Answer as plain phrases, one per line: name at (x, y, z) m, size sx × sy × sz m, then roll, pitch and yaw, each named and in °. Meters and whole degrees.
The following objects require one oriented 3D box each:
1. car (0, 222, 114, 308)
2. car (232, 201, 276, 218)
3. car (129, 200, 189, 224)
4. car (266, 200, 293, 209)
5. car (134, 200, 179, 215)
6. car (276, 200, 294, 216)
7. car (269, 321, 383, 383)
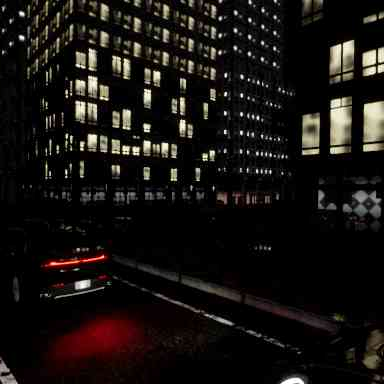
car at (-3.660, 1.501, 8.107) m, size 1.837 × 1.490 × 4.892 m, roll 0°, pitch 0°, yaw -41°
car at (6.149, 1.832, 33.911) m, size 4.829 × 1.417 × 1.752 m, roll 1°, pitch 0°, yaw -40°
car at (-2.581, 1.523, 26.504) m, size 5.009 × 1.841 × 2.192 m, roll 1°, pitch 0°, yaw -40°
car at (13.493, 1.881, 51.130) m, size 4.313 × 1.339 × 1.947 m, roll 1°, pitch 0°, yaw -40°
car at (-3.835, 1.647, 36.431) m, size 4.829 × 1.417 × 1.752 m, roll 1°, pitch 0°, yaw -40°
car at (10.320, 1.936, 37.450) m, size 4.206 × 1.307 × 1.802 m, roll 1°, pitch 0°, yaw -40°
car at (2.431, 1.352, 1.322) m, size 2.097 × 1.767 × 4.553 m, roll 0°, pitch 0°, yaw -41°
